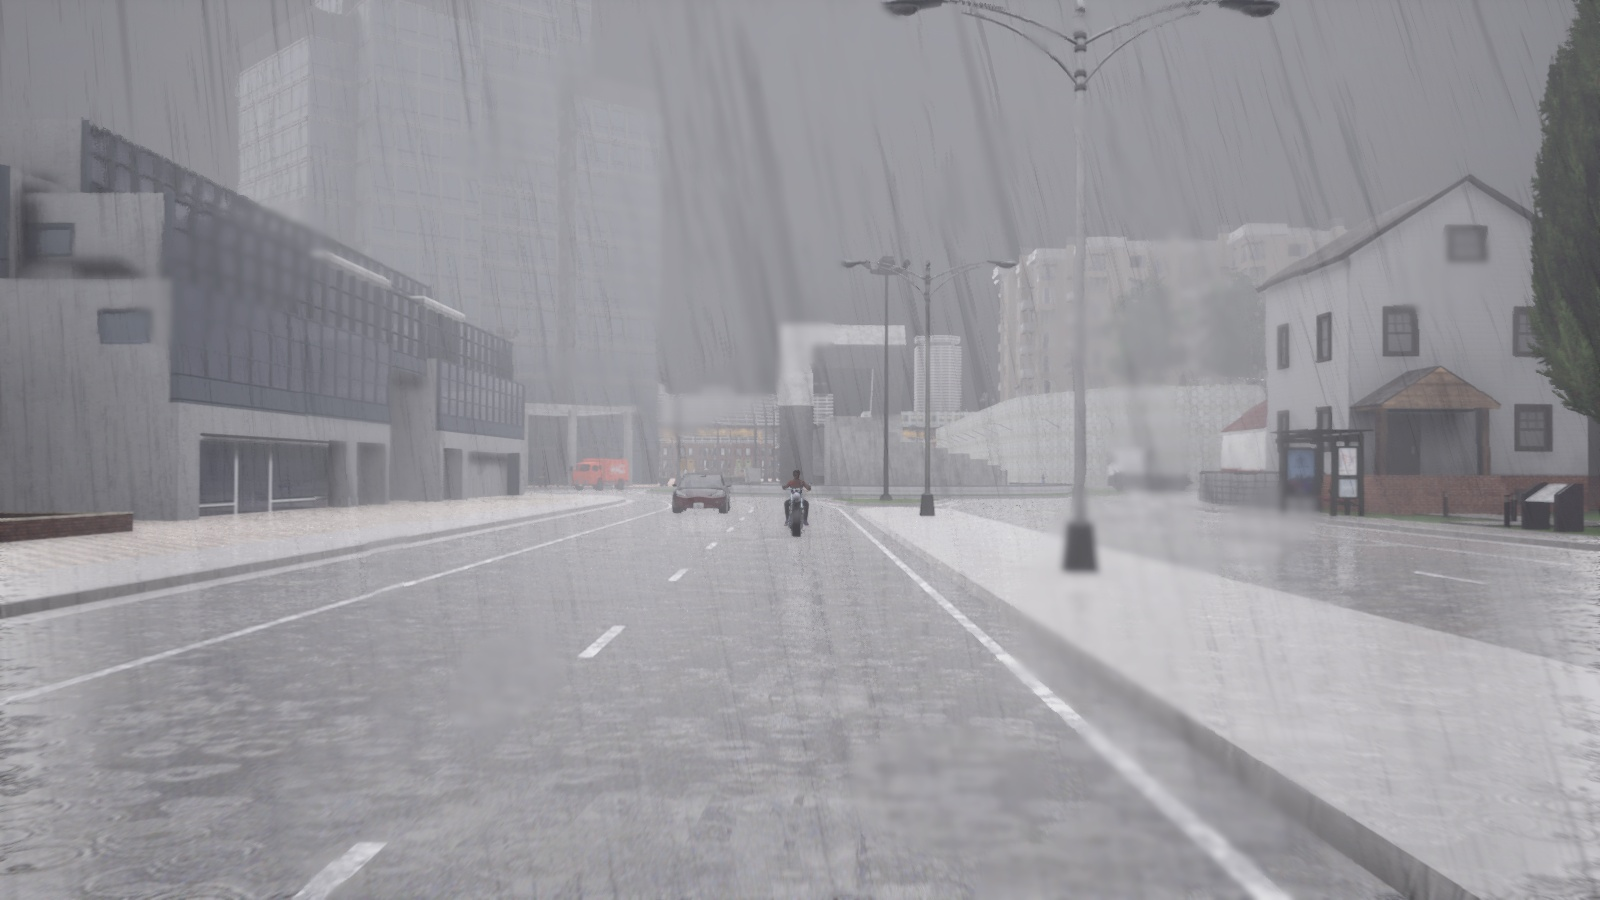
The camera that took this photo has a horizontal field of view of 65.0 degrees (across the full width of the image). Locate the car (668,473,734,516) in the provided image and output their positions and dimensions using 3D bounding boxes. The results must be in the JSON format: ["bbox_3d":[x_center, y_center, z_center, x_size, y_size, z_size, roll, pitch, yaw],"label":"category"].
[{"bbox_3d":[-3.623,1.614,46.917,2.163,1.488,4.792,0,-1,-1],"label":"car"}]

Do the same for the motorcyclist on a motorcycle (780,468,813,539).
[{"bbox_3d":[-0.074,1.276,30.498,0.766,1.649,2.350,0,-1,0],"label":"motorcyclist on a motorcycle"}]
